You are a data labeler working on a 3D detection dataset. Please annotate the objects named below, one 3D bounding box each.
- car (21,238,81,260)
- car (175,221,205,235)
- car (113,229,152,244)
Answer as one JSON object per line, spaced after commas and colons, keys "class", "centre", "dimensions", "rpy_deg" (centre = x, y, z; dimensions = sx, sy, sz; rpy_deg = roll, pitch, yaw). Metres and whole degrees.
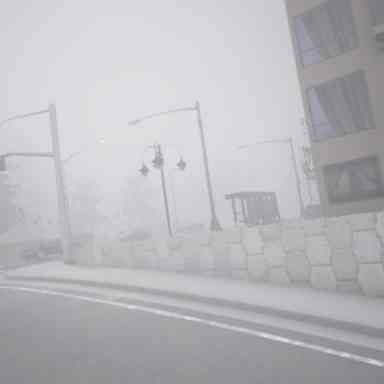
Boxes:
{"class": "car", "centre": [-11.742, 4.681, 27.857], "dimensions": [1.837, 1.490, 4.892], "rpy_deg": [-12, -7, 36]}
{"class": "car", "centre": [-0.260, 4.604, 43.460], "dimensions": [1.882, 1.535, 5.008], "rpy_deg": [-12, -7, 36]}
{"class": "car", "centre": [-6.267, 4.677, 35.286], "dimensions": [1.812, 1.442, 4.674], "rpy_deg": [-12, -7, 36]}
